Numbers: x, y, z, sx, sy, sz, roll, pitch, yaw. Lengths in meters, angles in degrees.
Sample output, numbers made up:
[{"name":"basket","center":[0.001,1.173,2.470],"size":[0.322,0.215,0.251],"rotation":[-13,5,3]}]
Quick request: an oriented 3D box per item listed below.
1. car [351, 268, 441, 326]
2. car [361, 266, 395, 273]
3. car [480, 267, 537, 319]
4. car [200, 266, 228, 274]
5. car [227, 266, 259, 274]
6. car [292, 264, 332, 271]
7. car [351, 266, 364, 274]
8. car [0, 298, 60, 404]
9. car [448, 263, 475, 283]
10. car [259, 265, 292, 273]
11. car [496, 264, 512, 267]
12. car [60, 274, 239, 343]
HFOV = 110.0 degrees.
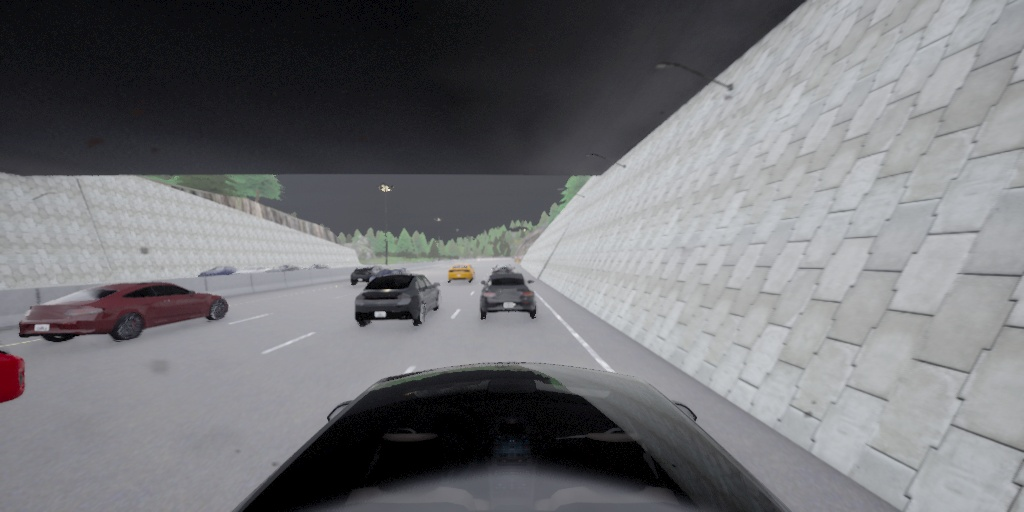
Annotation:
[{"name":"car","center":[-3.641,1.336,12.123],"size":[1.837,1.490,4.892],"rotation":[-1,0,-2]},{"name":"car","center":[-7.461,1.463,23.014],"size":[2.033,1.411,5.357],"rotation":[-1,0,-2]},{"name":"car","center":[-0.165,1.310,13.000],"size":[1.812,1.442,4.674],"rotation":[-1,0,-2]},{"name":"car","center":[-32.580,1.862,40.277],"size":[1.812,1.442,4.674],"rotation":[-1,0,-2]},{"name":"car","center":[-29.082,1.833,40.386],"size":[1.812,1.442,4.674],"rotation":[-1,0,-2]},{"name":"car","center":[-22.086,1.695,40.594],"size":[2.128,1.511,4.902],"rotation":[-1,0,-2]},{"name":"car","center":[-11.124,1.488,28.476],"size":[1.837,1.490,4.892],"rotation":[-1,0,-2]},{"name":"car","center":[-6.847,1.069,1.791],"size":[2.150,2.045,5.566],"rotation":[-1,0,-2]},{"name":"car","center":[-4.173,1.367,30.183],"size":[1.882,1.535,5.008],"rotation":[-1,0,-2]},{"name":"car","center":[-25.584,1.744,40.490],"size":[2.128,1.511,4.902],"rotation":[-1,0,-2]},{"name":"car","center":[-0.672,1.364,29.753],"size":[1.812,1.442,4.674],"rotation":[-1,0,-2]},{"name":"car","center":[-10.603,1.451,10.337],"size":[1.812,1.442,4.674],"rotation":[-1,0,-2]}]
